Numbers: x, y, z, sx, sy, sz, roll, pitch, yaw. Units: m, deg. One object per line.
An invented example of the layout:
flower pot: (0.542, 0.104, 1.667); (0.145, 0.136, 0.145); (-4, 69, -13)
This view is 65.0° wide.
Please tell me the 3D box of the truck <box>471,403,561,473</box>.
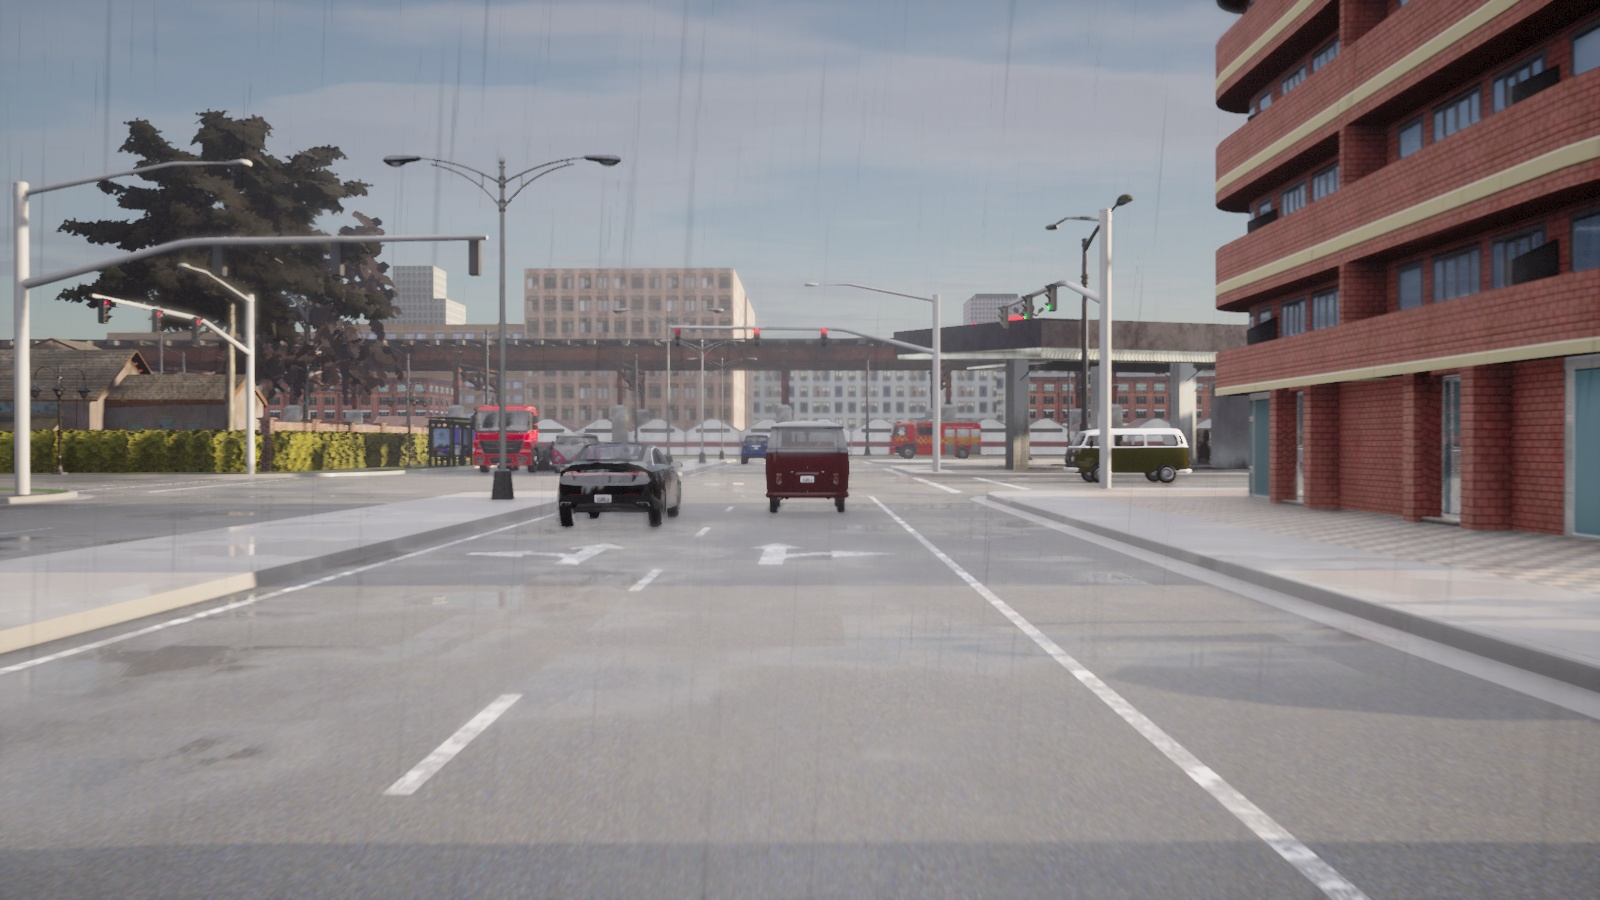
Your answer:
truck: (-14.674, -0.616, 65.498); (2.891, 3.462, 7.936); (0, 0, 0)

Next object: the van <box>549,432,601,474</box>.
van: (-11.145, 0.138, 62.506); (1.775, 1.987, 4.442); (0, 0, 0)

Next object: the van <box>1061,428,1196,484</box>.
van: (12.191, 0.216, 46.820); (4.480, 2.038, 2.069); (0, 0, -1)

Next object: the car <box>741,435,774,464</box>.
car: (-2.998, -0.041, 89.366); (2.150, 2.045, 5.566); (0, 0, 0)

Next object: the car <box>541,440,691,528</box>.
car: (-3.355, 0.565, 23.901); (2.128, 1.511, 4.902); (0, 0, 0)

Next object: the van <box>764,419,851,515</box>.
van: (0.168, 0.341, 28.108); (1.775, 1.987, 4.442); (0, 0, 0)
